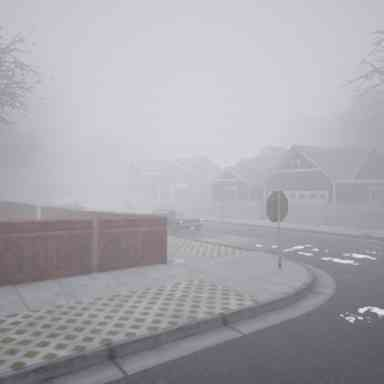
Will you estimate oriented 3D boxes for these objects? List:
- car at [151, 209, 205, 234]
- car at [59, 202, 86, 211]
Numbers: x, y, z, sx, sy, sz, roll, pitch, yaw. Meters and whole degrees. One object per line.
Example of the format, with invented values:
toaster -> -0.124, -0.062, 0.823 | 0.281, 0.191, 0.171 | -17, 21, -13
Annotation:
car -> -1.260, 1.752, 20.878 | 1.895, 1.301, 4.718 | -1, 0, -36
car -> -13.774, 1.861, 38.349 | 1.895, 1.301, 4.718 | -1, 1, -35
